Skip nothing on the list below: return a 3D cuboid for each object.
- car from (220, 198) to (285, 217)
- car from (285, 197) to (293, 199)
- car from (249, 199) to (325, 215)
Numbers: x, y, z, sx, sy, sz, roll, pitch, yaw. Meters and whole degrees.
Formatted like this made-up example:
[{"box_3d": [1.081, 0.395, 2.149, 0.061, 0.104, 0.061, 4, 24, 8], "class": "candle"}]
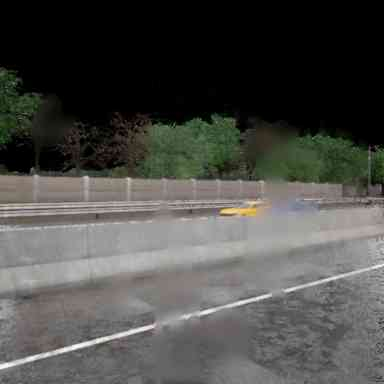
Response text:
[{"box_3d": [4.249, 1.456, 24.169, 5.008, 1.535, 1.882, 0, 0, -35], "class": "car"}, {"box_3d": [11.508, 1.536, 33.460, 4.181, 1.385, 1.994, 0, 0, -35], "class": "car"}, {"box_3d": [6.265, 1.456, 21.309, 5.008, 1.535, 1.882, 0, 0, -35], "class": "car"}]
